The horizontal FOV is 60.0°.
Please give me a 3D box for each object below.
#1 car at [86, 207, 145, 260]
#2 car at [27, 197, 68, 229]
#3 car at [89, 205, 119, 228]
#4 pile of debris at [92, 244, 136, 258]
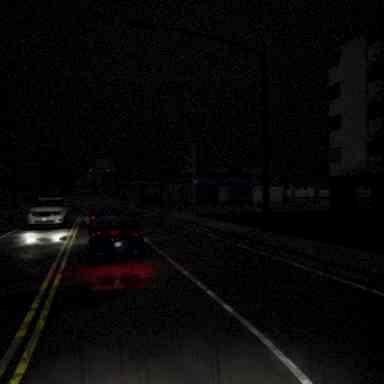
[{"bbox_3d":[-3.069,1.542,13.017,1.882,1.535,5.008,-1,0,-17],"label":"car"},{"bbox_3d":[-10.036,1.387,23.532,2.150,2.045,5.566,-1,-1,-17],"label":"car"},{"bbox_3d":[-6.565,1.730,24.537,1.895,1.301,4.718,-1,0,-17],"label":"car"},{"bbox_3d":[-3.031,2.239,12.689,1.500,0.140,1.860,-1,0,-17],"label":"pile of debris"}]
